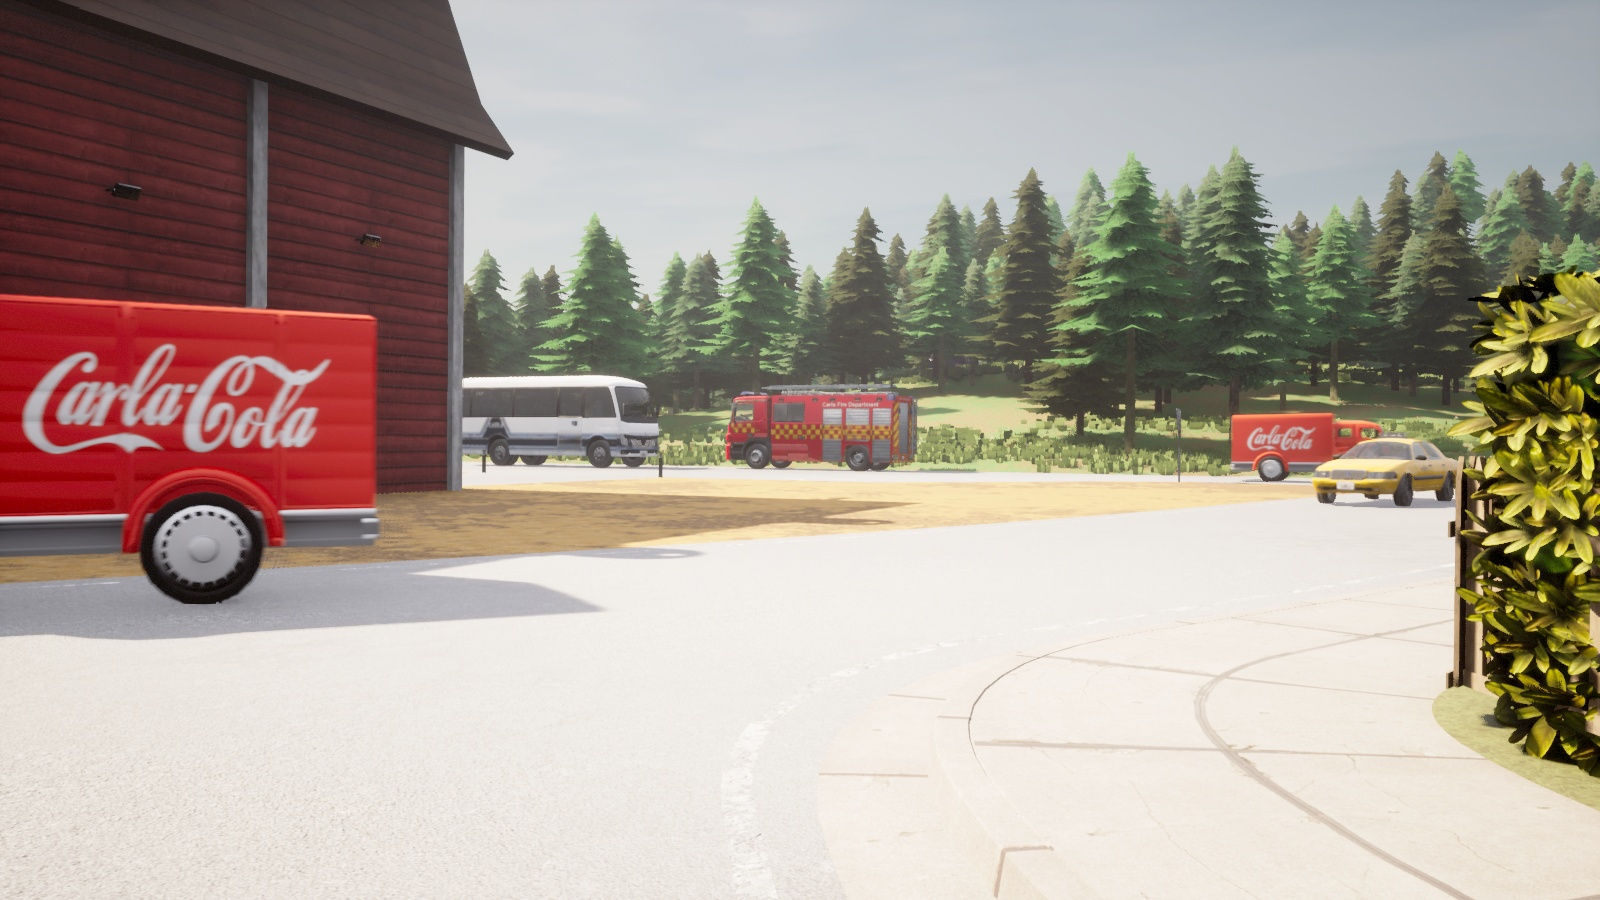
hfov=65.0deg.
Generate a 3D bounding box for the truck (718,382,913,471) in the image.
[{"bbox_3d":[0.667,-1.022,57.294,8.468,3.827,2.891,0,0,26],"label":"truck"}]

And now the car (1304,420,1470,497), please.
[{"bbox_3d":[13.177,0.133,27.992,1.801,1.575,5.366,0,1,42],"label":"car"}]

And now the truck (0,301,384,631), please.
[{"bbox_3d":[-6.467,0.128,10.629,5.204,2.467,2.627,-1,0,-28],"label":"truck"}]

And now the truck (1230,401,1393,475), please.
[{"bbox_3d":[18.304,-0.398,44.909,5.204,2.467,2.627,-1,0,26],"label":"truck"}]

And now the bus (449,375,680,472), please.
[{"bbox_3d":[-11.111,-1.139,59.087,10.273,4.253,3.944,0,0,26],"label":"bus"}]
